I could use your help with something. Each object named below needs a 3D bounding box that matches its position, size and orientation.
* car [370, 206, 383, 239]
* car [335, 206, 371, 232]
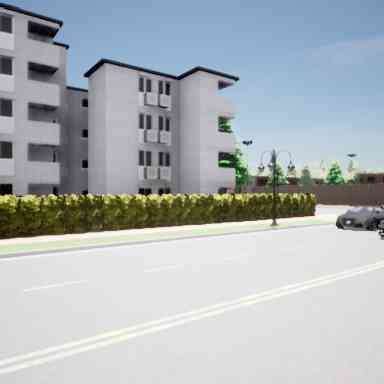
[{"bbox_3d":[10.941,1.498,16.158,4.892,1.490,1.837,0,0,-35],"label":"car"},{"bbox_3d":[10.563,1.556,20.181,4.181,1.385,1.994,0,0,-36],"label":"car"}]
